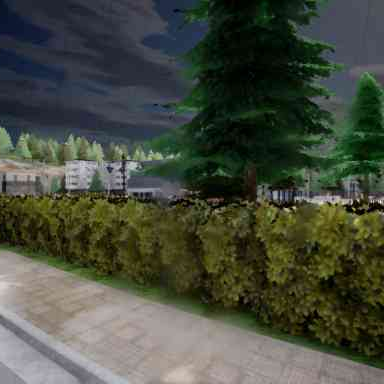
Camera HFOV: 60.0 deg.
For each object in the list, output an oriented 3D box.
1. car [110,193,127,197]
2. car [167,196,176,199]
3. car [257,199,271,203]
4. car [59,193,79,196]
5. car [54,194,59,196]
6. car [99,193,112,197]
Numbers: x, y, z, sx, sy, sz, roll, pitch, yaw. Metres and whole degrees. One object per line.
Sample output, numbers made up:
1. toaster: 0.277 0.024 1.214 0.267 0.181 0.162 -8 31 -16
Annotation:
1. car: -10.575 1.384 52.759 1.970 1.475 3.806 0 0 43
2. car: -3.306 1.374 56.091 1.845 1.501 3.633 0 0 43
3. car: 9.635 1.352 44.226 2.097 1.767 4.553 0 0 43
4. car: -28.369 1.153 79.486 2.152 1.636 5.027 0 0 43
5. car: -33.247 1.232 83.668 1.970 1.475 3.806 0 0 43
6. car: -16.694 1.097 68.980 1.932 1.855 4.605 0 0 43
